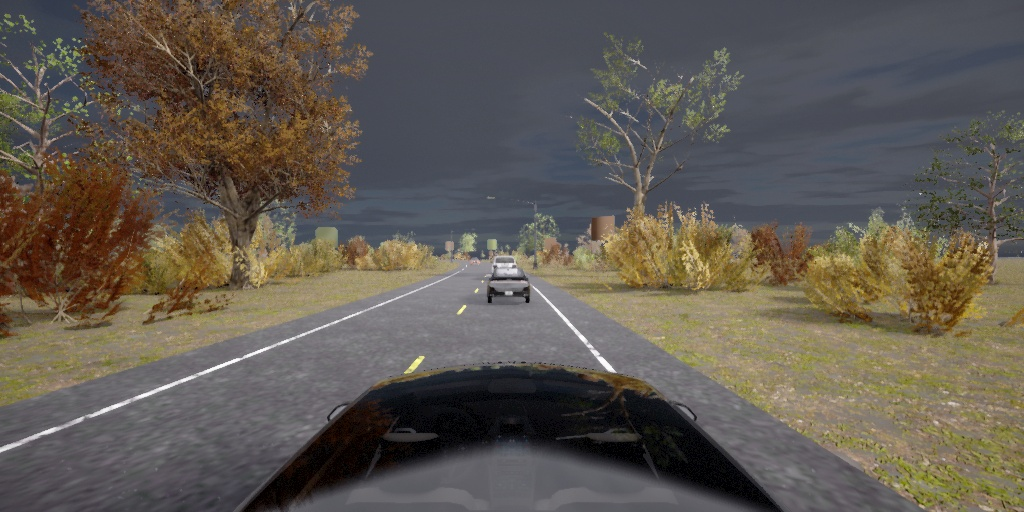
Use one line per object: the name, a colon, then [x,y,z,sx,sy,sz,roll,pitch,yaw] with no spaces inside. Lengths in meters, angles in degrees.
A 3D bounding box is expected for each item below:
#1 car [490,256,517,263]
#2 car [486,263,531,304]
car: [-0.702,1.027,31.608,2.150,2.045,5.566,0,0,-3]
car: [-0.175,1.249,16.546,2.128,1.511,4.902,0,0,-1]
